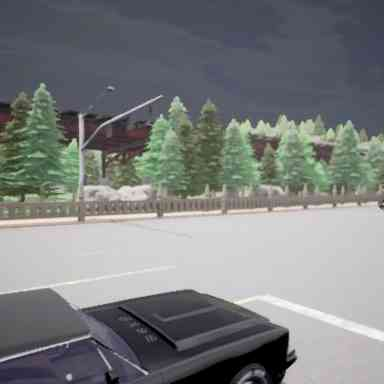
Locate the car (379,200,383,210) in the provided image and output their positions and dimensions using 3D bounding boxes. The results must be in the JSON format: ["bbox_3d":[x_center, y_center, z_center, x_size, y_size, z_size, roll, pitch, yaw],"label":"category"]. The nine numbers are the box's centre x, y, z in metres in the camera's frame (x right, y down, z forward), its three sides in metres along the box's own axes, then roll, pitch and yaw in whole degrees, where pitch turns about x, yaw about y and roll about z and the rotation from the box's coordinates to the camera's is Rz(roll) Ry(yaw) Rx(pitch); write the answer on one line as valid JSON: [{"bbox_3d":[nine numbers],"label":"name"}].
[{"bbox_3d":[23.047,1.268,37.607,4.902,1.511,2.128,0,0,-35],"label":"car"}]

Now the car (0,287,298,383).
[{"bbox_3d":[-1.234,1.598,2.886,4.718,1.301,1.895,0,0,-35],"label":"car"}]
